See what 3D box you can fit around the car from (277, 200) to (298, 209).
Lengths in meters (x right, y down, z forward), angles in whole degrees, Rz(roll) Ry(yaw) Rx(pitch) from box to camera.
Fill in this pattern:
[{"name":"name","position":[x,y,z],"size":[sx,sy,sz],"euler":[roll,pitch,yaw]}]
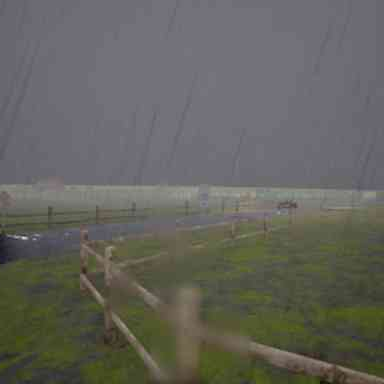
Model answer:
[{"name":"car","position":[14.363,1.883,49.904],"size":[1.994,1.385,4.181],"euler":[1,0,35]}]
